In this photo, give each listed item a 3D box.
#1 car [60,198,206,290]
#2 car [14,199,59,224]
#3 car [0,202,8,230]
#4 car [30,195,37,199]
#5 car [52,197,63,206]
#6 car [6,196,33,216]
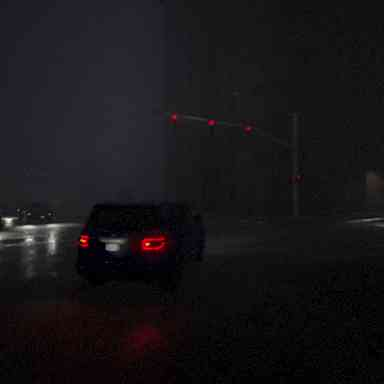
[{"bbox_3d":[-1.043,1.218,9.403,2.150,2.045,5.566,1,0,12],"label":"car"},{"bbox_3d":[-11.819,1.500,25.097,1.837,1.490,4.892,0,0,-36],"label":"car"},{"bbox_3d":[-12.756,1.546,20.527,2.033,1.411,5.357,0,0,-31],"label":"car"},{"bbox_3d":[-22.686,1.343,45.980,2.097,1.767,4.553,0,0,-39],"label":"car"},{"bbox_3d":[-19.488,1.465,48.339,1.882,1.535,5.008,0,0,-32],"label":"car"},{"bbox_3d":[-17.388,1.472,32.759,1.882,1.535,5.008,0,0,-36],"label":"car"}]
